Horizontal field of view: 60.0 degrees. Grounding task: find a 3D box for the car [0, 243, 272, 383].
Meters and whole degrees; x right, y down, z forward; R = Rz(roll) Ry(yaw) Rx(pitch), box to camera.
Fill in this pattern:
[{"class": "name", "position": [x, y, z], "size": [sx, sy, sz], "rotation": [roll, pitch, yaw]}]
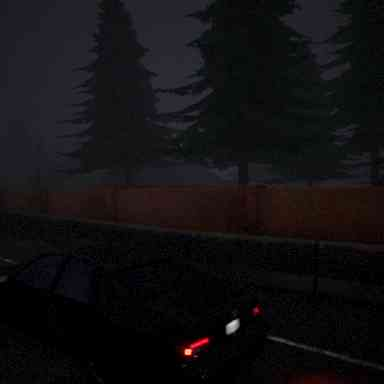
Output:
[{"class": "car", "position": [-1.532, 1.554, 5.248], "size": [5.357, 1.411, 2.033], "rotation": [0, 0, 37]}]
